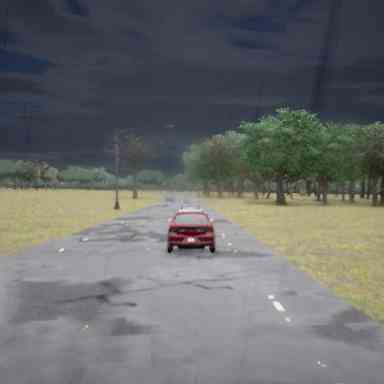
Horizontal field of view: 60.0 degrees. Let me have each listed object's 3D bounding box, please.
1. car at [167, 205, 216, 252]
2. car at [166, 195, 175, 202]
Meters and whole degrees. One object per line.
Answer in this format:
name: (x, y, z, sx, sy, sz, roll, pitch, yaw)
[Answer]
car: (-0.034, 1.581, 14.486, 1.882, 1.535, 5.008, 0, 0, 0)
car: (-4.623, 1.385, 70.901, 1.882, 1.535, 5.008, 0, 1, -2)
